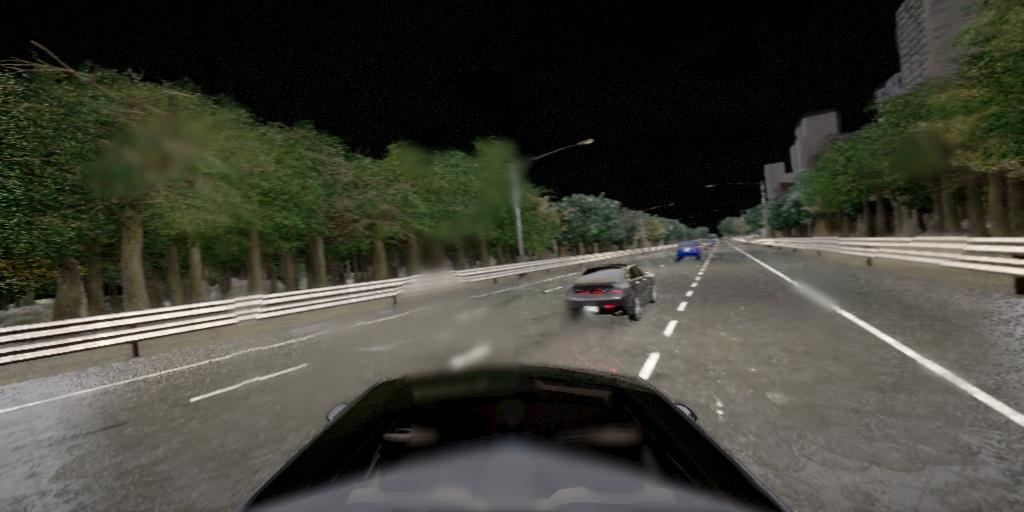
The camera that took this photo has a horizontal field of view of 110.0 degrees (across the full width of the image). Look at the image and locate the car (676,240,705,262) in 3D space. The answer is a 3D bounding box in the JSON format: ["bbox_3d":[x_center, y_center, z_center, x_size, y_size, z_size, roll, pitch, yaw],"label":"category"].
[{"bbox_3d":[18.629,-0.595,37.772,2.150,2.045,5.566,-5,0,30],"label":"car"}]

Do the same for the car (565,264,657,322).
[{"bbox_3d":[3.198,0.995,11.123,1.837,1.490,4.892,-5,0,30],"label":"car"}]
